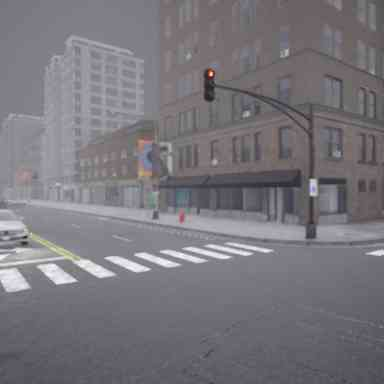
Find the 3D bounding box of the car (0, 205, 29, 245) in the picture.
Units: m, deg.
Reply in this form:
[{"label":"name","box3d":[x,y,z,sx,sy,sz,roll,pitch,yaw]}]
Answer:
[{"label":"car","box3d":[-8.605,1.511,14.717,1.812,1.442,4.674,0,0,-38]}]

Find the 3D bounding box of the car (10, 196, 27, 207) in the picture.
[{"label":"car","box3d":[-26.587,1.545,50.649,1.895,1.301,4.718,0,0,-36]}]

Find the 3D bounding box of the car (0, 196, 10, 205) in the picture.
[{"label":"car","box3d":[-26.447,1.307,44.952,2.097,1.767,4.553,0,0,-36]}]

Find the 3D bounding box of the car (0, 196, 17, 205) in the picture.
[{"label":"car","box3d":[-32.536,1.484,58.791,2.033,1.411,5.357,0,0,-36]}]
